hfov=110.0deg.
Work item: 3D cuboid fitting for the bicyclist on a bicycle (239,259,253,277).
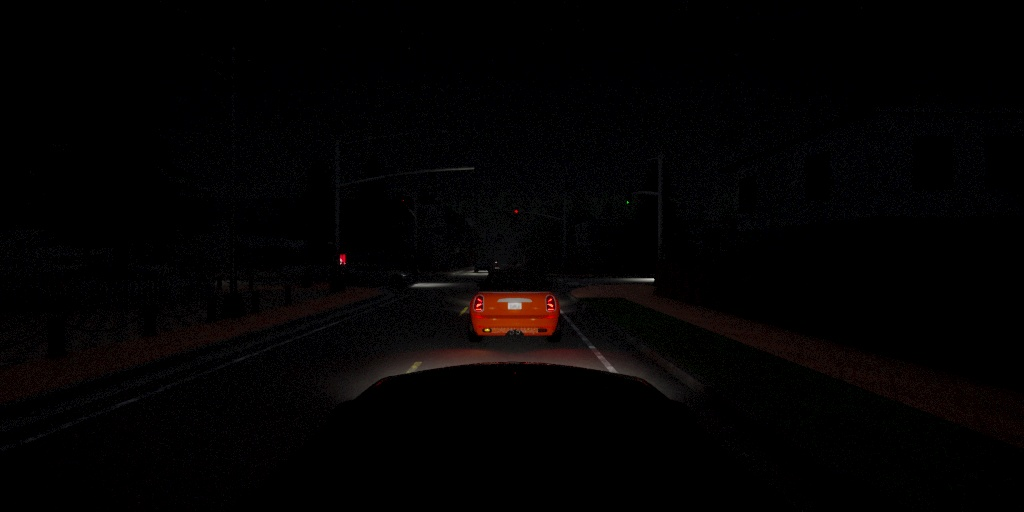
[{"bbox_3d":[-23.556,1.066,31.764,0.582,1.620,1.656,0,0,-2],"label":"bicyclist on a bicycle"}]

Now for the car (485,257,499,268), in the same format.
[{"bbox_3d":[-3.555,1.103,64.006,2.097,1.767,4.553,0,0,0],"label":"car"}]

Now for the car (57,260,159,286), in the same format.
[{"bbox_3d":[-26.765,1.243,24.189,5.008,1.535,1.882,0,0,-2],"label":"car"}]

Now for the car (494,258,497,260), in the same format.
[{"bbox_3d":[-3.588,1.241,54.207,2.128,1.511,4.902,0,0,0],"label":"car"}]

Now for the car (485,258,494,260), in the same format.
[{"bbox_3d":[-3.595,1.228,44.746,1.882,1.535,5.008,0,0,0],"label":"car"}]

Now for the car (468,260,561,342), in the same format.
[{"bbox_3d":[0.072,1.102,9.904,2.097,1.767,4.553,0,0,0],"label":"car"}]

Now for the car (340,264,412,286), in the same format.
[{"bbox_3d":[-9.334,1.288,24.771,4.674,1.442,1.812,0,0,-3],"label":"car"}]
